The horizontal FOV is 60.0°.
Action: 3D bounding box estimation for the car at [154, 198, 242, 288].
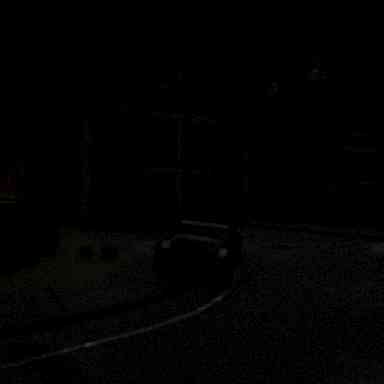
[{"bbox_3d":[0.411,1.196,9.277,1.905,1.878,3.866,6,3,12],"label":"car"}]
